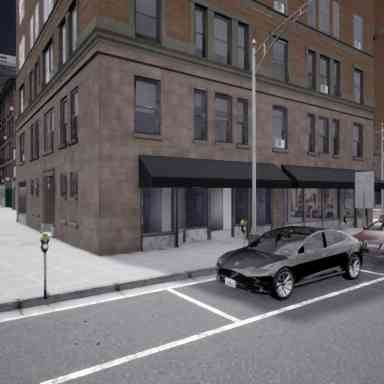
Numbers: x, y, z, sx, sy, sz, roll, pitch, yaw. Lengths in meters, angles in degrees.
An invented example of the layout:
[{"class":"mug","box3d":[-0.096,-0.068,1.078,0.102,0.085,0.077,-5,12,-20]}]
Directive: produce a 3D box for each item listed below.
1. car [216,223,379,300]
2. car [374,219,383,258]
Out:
[{"class":"car","box3d":[2.592,1.566,8.378,4.313,1.339,1.947,0,0,-35]},{"class":"car","box3d":[7.073,1.582,11.569,4.206,1.307,1.802,0,0,-35]}]
